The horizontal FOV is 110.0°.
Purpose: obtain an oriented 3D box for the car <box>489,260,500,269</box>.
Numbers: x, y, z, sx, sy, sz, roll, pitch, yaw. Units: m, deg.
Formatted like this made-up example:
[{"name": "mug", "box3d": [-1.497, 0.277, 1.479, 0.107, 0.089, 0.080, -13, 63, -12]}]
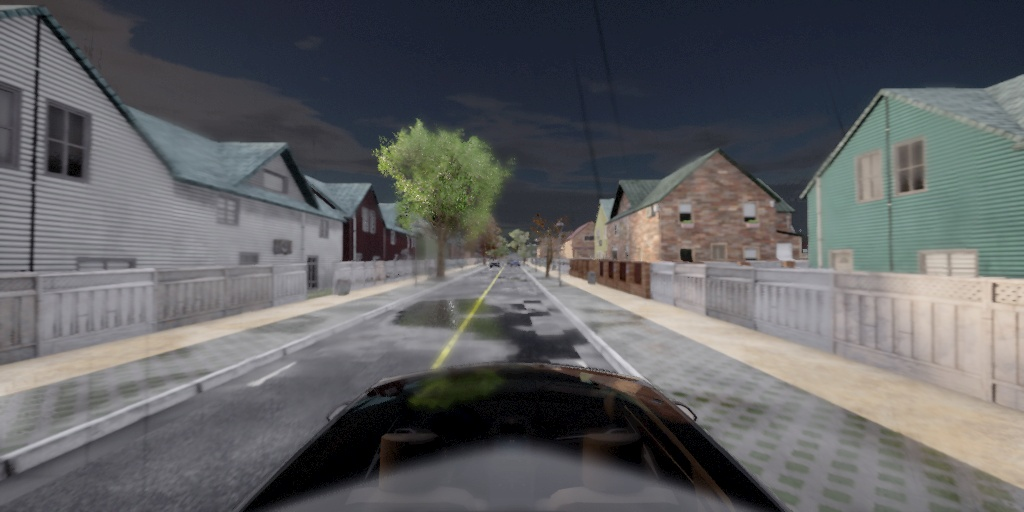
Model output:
[{"name": "car", "box3d": [-3.000, 1.468, 63.513, 2.033, 1.411, 5.357, 0, 0, 0]}]
